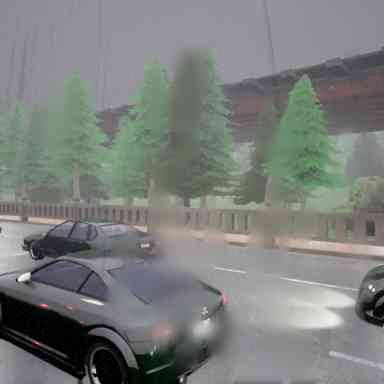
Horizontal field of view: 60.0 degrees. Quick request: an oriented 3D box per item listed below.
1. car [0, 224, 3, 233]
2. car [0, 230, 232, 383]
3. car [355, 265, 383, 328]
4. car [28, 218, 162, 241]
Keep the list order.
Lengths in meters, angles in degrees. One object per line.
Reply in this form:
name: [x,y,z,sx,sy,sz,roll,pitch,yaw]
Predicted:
car: [-11.461,1.547,16.486,5.357,1.411,2.033,0,0,36]
car: [-1.505,1.564,5.072,4.181,1.385,1.994,0,0,35]
car: [4.756,1.564,4.896,4.181,1.385,1.994,0,0,36]
car: [-3.312,1.547,10.671,5.357,1.411,2.033,0,0,36]
